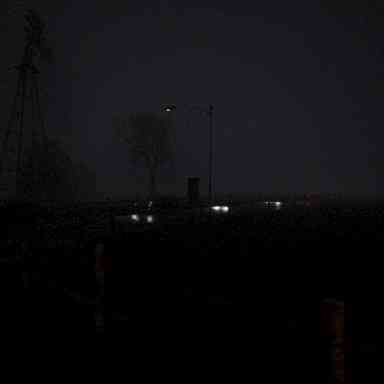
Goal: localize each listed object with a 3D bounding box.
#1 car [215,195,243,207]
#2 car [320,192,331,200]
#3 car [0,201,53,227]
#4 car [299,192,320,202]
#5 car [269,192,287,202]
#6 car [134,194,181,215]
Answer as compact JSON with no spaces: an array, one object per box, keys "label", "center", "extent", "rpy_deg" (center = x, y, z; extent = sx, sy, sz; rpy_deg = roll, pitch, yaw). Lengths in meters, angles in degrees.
[{"label":"car","center":[4.534,1.026,40.437],"extent":[1.994,1.385,4.181],"rpy_deg":[1,2,35]},{"label":"car","center":[24.746,0.710,62.554],"extent":[1.994,1.385,4.181],"rpy_deg":[1,1,36]},{"label":"car","center":[-10.527,1.313,19.214],"extent":[1.837,1.490,4.892],"rpy_deg":[1,1,35]},{"label":"car","center":[18.947,0.800,54.370],"extent":[1.812,1.442,4.674],"rpy_deg":[1,2,35]},{"label":"car","center":[13.885,0.788,53.459],"extent":[1.812,1.442,4.674],"rpy_deg":[1,1,35]},{"label":"car","center":[-3.033,0.989,29.768],"extent":[2.097,1.767,4.553],"rpy_deg":[1,1,35]}]
